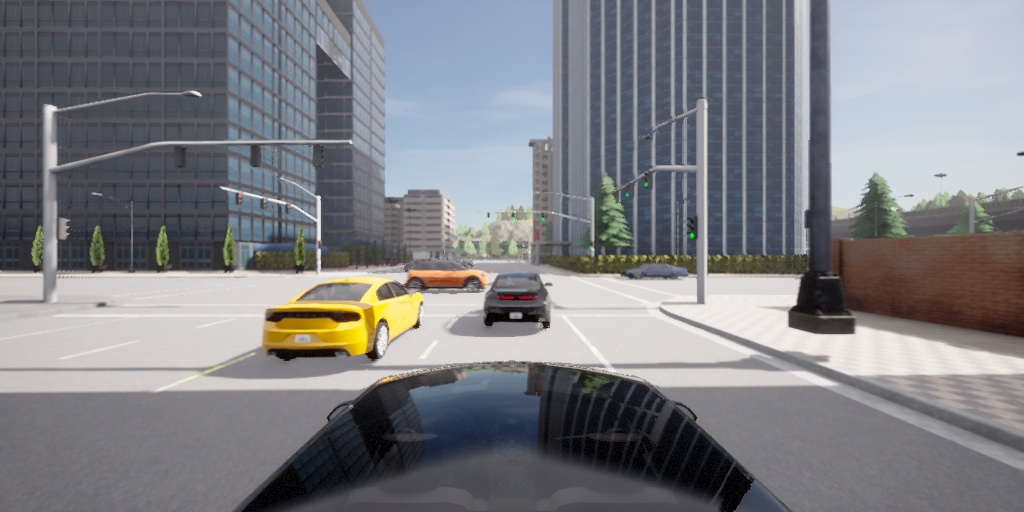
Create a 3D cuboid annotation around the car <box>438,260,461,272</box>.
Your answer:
[{"bbox_3d":[-7.896,1.228,45.820,2.128,1.511,4.902,0,0,0],"label":"car"}]

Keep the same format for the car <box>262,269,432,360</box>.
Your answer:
[{"bbox_3d":[-3.440,1.226,8.367,1.882,1.535,5.008,0,-1,0],"label":"car"}]

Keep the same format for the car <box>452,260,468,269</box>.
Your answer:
[{"bbox_3d":[-8.045,1.297,55.873,1.994,1.385,4.181,0,0,-1],"label":"car"}]

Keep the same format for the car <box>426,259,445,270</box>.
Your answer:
[{"bbox_3d":[-11.527,1.211,54.344,1.882,1.535,5.008,0,0,-1],"label":"car"}]

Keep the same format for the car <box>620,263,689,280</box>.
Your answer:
[{"bbox_3d":[12.065,1.287,30.504,5.357,1.411,2.033,0,0,0],"label":"car"}]

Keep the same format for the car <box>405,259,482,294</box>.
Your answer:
[{"bbox_3d":[-3.459,1.041,19.760,4.553,1.767,2.097,0,0,-1],"label":"car"}]

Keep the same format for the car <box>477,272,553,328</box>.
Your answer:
[{"bbox_3d":[0.232,1.251,11.383,1.837,1.490,4.892,0,0,3],"label":"car"}]

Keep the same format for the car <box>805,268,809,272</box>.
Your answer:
[{"bbox_3d":[27.898,1.216,30.640,5.008,1.535,1.882,0,0,0],"label":"car"}]
